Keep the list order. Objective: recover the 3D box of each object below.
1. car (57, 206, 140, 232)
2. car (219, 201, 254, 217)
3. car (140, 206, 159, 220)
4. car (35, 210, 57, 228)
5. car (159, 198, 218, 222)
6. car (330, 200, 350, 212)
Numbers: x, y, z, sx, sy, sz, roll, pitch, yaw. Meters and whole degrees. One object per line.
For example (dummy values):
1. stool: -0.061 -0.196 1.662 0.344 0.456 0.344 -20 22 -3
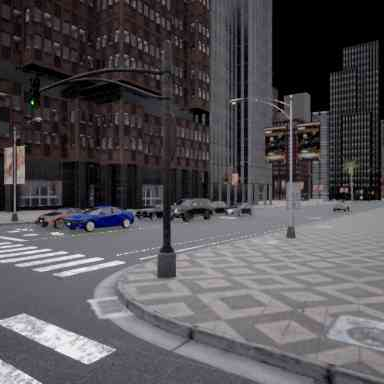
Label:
1. car: -6.095 1.717 22.365 1.882 1.535 5.008 0 -1 35
2. car: 5.610 2.026 38.945 2.128 1.511 4.902 0 -1 35
3. car: -3.286 1.974 31.988 1.895 1.301 4.718 0 -1 35
4. car: -8.959 1.794 23.938 1.994 1.385 4.181 0 -1 36
5. car: -0.211 1.609 30.710 2.150 2.045 5.566 0 -1 35
6. car: 24.186 2.430 53.681 2.033 1.411 5.357 0 -1 34
